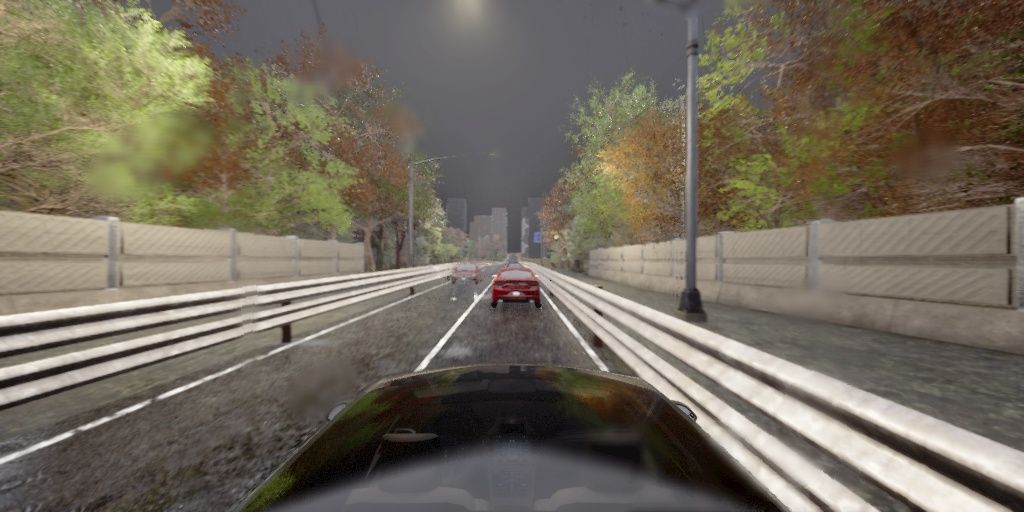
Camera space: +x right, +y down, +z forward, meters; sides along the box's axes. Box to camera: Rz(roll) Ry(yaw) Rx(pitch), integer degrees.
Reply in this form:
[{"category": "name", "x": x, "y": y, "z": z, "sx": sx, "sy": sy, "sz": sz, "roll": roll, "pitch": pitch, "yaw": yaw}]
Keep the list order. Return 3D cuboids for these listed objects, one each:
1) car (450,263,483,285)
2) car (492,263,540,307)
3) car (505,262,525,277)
[{"category": "car", "x": -3.218, "y": 1.258, "z": 26.311, "sx": 1.812, "sy": 1.442, "sz": 4.674, "roll": 0, "pitch": 0, "yaw": 0}, {"category": "car", "x": 0.165, "y": 1.227, "z": 15.600, "sx": 1.882, "sy": 1.535, "sz": 5.008, "roll": 0, "pitch": 0, "yaw": 0}, {"category": "car", "x": 0.280, "y": 1.369, "z": 37.118, "sx": 1.994, "sy": 1.385, "sz": 4.181, "roll": 0, "pitch": 0, "yaw": 0}]
